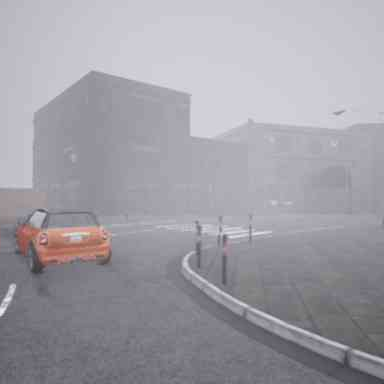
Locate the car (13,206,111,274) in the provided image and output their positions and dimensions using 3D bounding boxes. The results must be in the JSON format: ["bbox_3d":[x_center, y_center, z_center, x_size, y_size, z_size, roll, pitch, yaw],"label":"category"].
[{"bbox_3d":[-4.293,1.254,10.629,2.097,1.767,4.553,0,0,-34],"label":"car"}]
